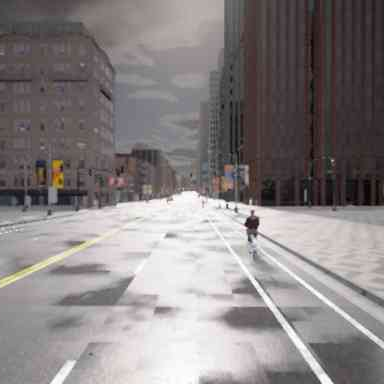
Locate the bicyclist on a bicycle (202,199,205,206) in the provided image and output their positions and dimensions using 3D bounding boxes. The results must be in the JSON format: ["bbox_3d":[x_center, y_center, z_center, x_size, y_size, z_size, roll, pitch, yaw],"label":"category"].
[{"bbox_3d":[2.239,2.250,66.777,0.866,1.612,1.509,0,-1,0],"label":"bicyclist on a bicycle"}]

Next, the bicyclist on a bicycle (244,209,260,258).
[{"bbox_3d":[2.248,1.513,12.566,0.659,1.776,1.843,0,0,0],"label":"bicyclist on a bicycle"}]
